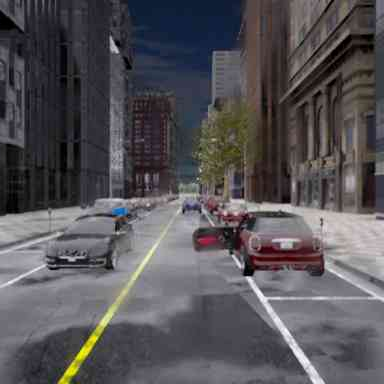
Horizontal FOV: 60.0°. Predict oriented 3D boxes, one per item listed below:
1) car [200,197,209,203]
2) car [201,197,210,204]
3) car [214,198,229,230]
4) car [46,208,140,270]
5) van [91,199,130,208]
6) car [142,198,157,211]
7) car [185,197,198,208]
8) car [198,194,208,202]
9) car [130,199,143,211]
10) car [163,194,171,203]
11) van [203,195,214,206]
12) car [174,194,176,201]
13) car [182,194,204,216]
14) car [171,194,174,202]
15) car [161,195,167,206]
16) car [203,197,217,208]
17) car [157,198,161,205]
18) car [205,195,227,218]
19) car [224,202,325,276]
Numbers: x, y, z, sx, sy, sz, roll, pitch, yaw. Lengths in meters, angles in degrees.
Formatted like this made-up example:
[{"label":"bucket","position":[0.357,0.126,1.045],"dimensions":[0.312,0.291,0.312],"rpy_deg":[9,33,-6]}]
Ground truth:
[{"label":"car","position":[2.700,1.716,73.940],"dimensions":[1.947,1.339,4.313],"rpy_deg":[0,0,0]},{"label":"car","position":[2.713,1.708,68.302],"dimensions":[1.802,1.307,4.206],"rpy_deg":[0,0,0]},{"label":"car","position":[2.810,1.453,23.185],"dimensions":[1.967,1.590,4.097],"rpy_deg":[0,0,0]},{"label":"car","position":[-3.123,1.506,11.064],"dimensions":[1.837,1.490,4.892],"rpy_deg":[0,0,0]},{"label":"van","position":[-5.714,1.354,23.183],"dimensions":[1.690,1.788,3.998],"rpy_deg":[0,0,0]},{"label":"car","position":[-5.752,1.489,40.100],"dimensions":[1.967,1.590,4.097],"rpy_deg":[0,0,0]},{"label":"car","position":[-0.090,1.552,50.163],"dimensions":[1.882,1.535,5.008],"rpy_deg":[0,0,0]},{"label":"car","position":[2.688,1.491,79.581],"dimensions":[2.192,1.841,5.009],"rpy_deg":[0,0,0]},{"label":"car","position":[-5.727,1.588,28.821],"dimensions":[1.947,1.339,4.313],"rpy_deg":[0,0,0]},{"label":"car","position":[-5.812,1.651,68.124],"dimensions":[1.752,1.417,4.829],"rpy_deg":[0,0,0]},{"label":"van","position":[2.738,1.433,57.023],"dimensions":[1.690,1.788,3.998],"rpy_deg":[0,0,0]},{"label":"car","position":[-5.849,1.517,85.211],"dimensions":[2.192,1.841,5.009],"rpy_deg":[0,0,0]},{"label":"car","position":[-0.011,1.392,37.124],"dimensions":[2.097,1.767,4.553],"rpy_deg":[0,0,0]},{"label":"car","position":[-5.825,1.465,73.932],"dimensions":[2.192,1.841,5.009],"rpy_deg":[0,0,0]},{"label":"car","position":[-5.788,1.674,57.017],"dimensions":[1.802,1.307,4.206],"rpy_deg":[0,0,0]},{"label":"car","position":[2.750,1.518,51.383],"dimensions":[1.967,1.590,4.097],"rpy_deg":[0,0,0]},{"label":"car","position":[-5.764,1.608,45.738],"dimensions":[1.887,1.381,4.507],"rpy_deg":[0,0,0]},{"label":"car","position":[2.786,1.350,34.465],"dimensions":[2.192,1.841,5.009],"rpy_deg":[0,0,0]},{"label":"car","position":[2.367,1.353,10.458],"dimensions":[2.097,1.767,4.553],"rpy_deg":[0,0,0]}]
